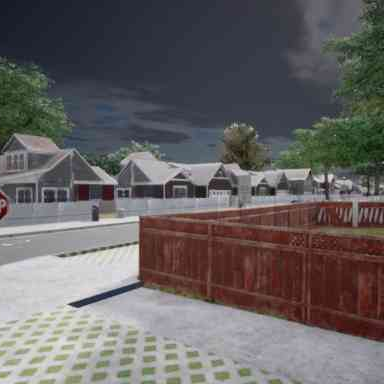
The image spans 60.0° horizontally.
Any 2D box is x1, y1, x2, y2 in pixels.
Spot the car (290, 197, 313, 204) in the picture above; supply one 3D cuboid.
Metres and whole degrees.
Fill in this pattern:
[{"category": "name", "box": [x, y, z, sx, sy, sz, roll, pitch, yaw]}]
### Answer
[{"category": "car", "box": [15.250, 1.395, 46.004, 2.033, 1.411, 5.357, 0, 0, 36]}]
